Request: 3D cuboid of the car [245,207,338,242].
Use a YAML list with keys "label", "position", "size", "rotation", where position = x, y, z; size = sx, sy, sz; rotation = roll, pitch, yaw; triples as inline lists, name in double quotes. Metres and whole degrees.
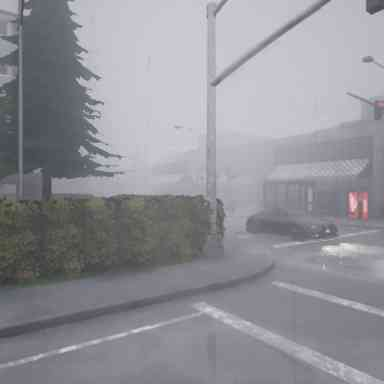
- label: "car"
  position: [4.438, 1.397, 15.296]
  size: [1.994, 1.385, 4.181]
  rotation: [0, 1, -35]
